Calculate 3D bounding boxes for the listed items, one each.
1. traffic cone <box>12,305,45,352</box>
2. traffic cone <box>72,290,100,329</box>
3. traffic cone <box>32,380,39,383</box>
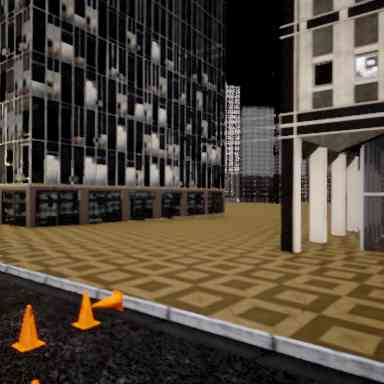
[{"bbox_3d":[-2.421,1.979,4.935,0.340,0.580,0.340,0,0,36],"label":"traffic cone"},{"bbox_3d":[-1.833,1.986,5.744,0.340,0.580,0.340,0,0,36],"label":"traffic cone"},{"bbox_3d":[-1.392,1.971,2.950,0.340,0.580,0.340,0,0,36],"label":"traffic cone"}]
